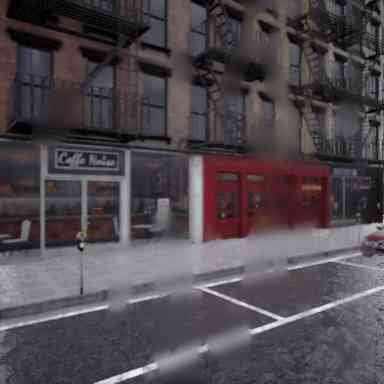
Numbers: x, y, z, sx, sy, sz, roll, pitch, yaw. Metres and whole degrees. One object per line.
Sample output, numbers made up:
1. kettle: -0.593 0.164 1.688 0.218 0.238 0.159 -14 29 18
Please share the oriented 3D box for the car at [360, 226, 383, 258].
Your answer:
1. car: 7.596 1.586 11.614 4.206 1.307 1.802 0 0 -36
